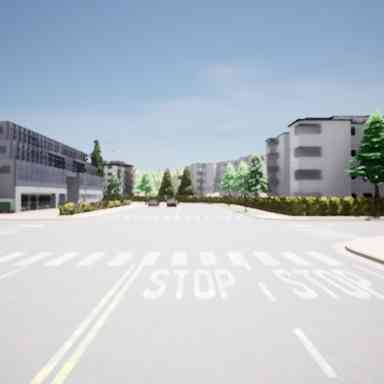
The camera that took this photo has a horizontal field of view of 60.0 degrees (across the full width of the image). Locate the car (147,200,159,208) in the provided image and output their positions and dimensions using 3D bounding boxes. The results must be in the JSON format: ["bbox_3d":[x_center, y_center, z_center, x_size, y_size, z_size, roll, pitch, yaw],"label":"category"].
[{"bbox_3d":[-7.407,2.256,63.932,1.994,1.385,4.181,0,-1,0],"label":"car"}]

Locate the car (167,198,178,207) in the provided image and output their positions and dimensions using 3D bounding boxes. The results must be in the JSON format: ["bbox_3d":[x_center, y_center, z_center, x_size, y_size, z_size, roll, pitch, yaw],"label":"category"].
[{"bbox_3d":[-3.975,2.103,68.931,2.097,1.767,4.553,0,-1,-1],"label":"car"}]

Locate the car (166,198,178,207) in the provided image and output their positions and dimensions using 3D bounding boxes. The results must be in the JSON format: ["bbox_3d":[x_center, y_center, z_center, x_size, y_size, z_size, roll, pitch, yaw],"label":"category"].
[{"bbox_3d":[-3.895,2.293,64.209,1.895,1.301,4.718,0,0,0],"label":"car"}]
